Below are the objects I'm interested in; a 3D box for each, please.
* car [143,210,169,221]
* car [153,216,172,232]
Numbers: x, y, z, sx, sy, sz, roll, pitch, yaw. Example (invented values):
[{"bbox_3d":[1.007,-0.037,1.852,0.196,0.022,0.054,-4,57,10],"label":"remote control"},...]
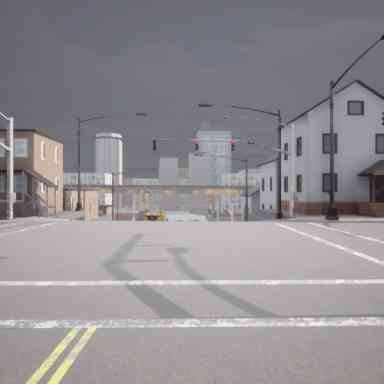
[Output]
[{"bbox_3d":[-3.673,2.535,33.502,1.882,1.535,5.008,0,-9,1],"label":"car"},{"bbox_3d":[-3.780,4.234,43.725,2.128,1.511,4.902,0,-13,-1],"label":"car"}]
